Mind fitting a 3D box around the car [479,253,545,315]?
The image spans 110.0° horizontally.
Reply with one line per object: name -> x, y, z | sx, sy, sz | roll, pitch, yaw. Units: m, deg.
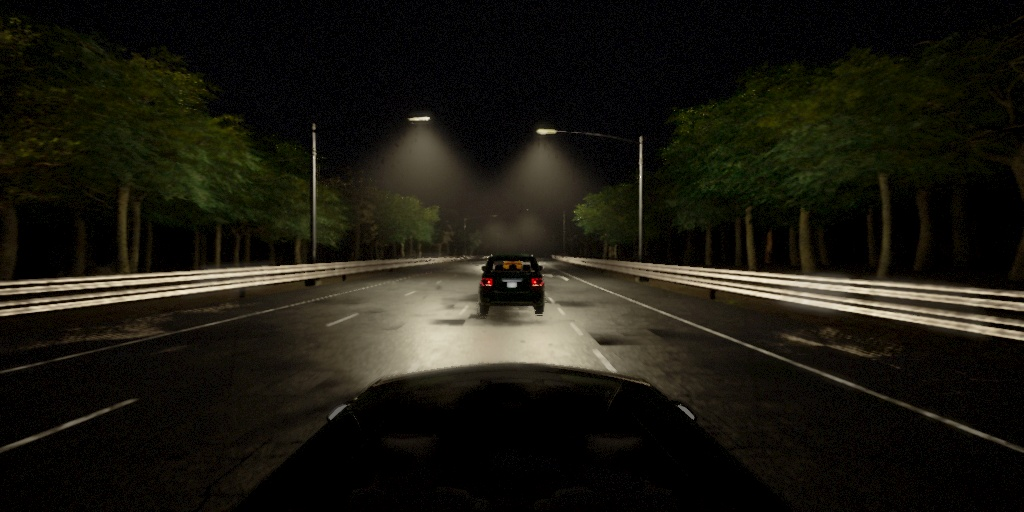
car -> 0.001, 0.960, 13.557 | 2.150, 2.045, 5.566 | 0, 0, 0
